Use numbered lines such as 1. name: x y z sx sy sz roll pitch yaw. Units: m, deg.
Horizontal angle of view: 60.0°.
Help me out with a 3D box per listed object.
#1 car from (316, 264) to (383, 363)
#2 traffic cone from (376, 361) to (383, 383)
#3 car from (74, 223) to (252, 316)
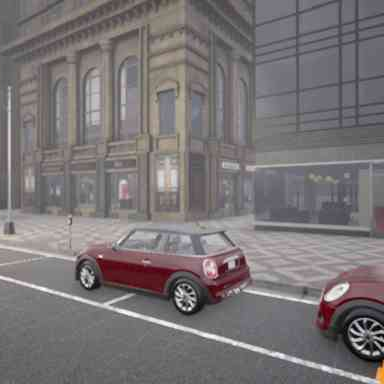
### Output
1. car: 3.843 1.440 4.424 4.097 1.590 1.967 0 0 34
2. traffic cone: 1.867 1.955 3.184 0.340 0.580 0.340 0 0 34
3. car: -0.827 1.442 7.584 4.097 1.590 1.967 0 0 34
